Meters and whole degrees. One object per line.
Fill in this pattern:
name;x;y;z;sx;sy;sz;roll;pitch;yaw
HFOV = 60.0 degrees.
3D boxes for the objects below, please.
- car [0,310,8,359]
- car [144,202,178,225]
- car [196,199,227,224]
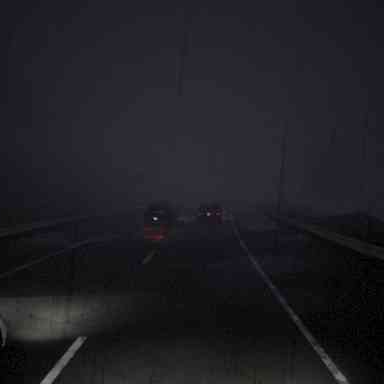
car;-3.330;1.521;2.392;1.812;1.442;4.674;0;0;1
car;-2.191;1.489;24.234;1.837;1.490;4.892;0;0;5
car;1.348;1.534;24.739;2.033;1.411;5.357;0;0;5
